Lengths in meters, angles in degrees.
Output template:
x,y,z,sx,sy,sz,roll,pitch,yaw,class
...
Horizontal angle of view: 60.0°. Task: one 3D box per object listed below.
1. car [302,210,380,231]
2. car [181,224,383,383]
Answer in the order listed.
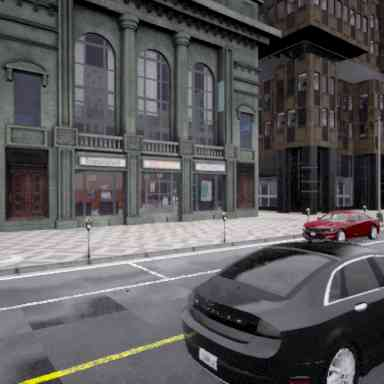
x,y,z,sx,sy,sz,roll,pitch,yaw,class
6.996,1.547,15.505,4.507,1.381,1.887,0,0,-35,car
2.136,1.506,4.956,4.892,1.490,1.837,0,0,-36,car
